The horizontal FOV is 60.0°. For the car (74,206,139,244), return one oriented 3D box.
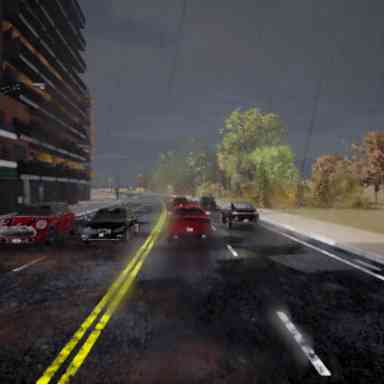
[{"bbox_3d":[-3.599,1.425,15.327,1.837,1.490,4.892,0,0,-2],"label":"car"}]

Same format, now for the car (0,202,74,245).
[{"bbox_3d":[-6.845,1.284,15.107,2.097,1.767,4.553,0,0,-2],"label":"car"}]

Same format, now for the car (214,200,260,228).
[{"bbox_3d":[2.901,1.354,20.804,2.128,1.511,4.902,0,0,-2],"label":"car"}]

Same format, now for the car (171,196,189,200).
[{"bbox_3d":[-1.381,1.238,38.481,1.882,1.535,5.008,0,0,-4],"label":"car"}]

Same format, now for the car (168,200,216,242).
[{"bbox_3d":[-0.157,1.381,15.997,1.882,1.535,5.008,0,0,-2],"label":"car"}]

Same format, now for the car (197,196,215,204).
[{"bbox_3d":[1.733,1.248,39.672,1.837,1.490,4.892,0,1,-4],"label":"car"}]
